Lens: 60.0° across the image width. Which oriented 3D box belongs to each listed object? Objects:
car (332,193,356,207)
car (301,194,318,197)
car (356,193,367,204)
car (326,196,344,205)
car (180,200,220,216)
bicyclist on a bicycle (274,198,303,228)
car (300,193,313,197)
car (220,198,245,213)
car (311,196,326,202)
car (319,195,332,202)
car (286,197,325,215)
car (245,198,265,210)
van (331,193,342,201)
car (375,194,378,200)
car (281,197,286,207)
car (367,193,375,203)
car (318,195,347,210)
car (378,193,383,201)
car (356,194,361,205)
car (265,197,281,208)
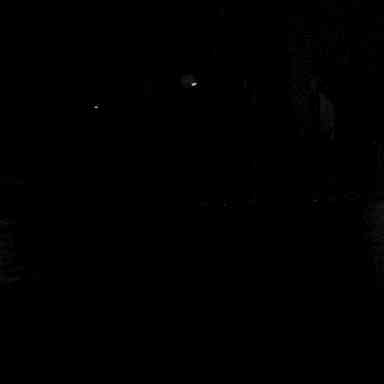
[{"bbox_3d":[20.403,1.137,45.400,2.192,1.841,5.009,0,0,35],"label":"car"},{"bbox_3d":[16.634,1.340,44.468,2.128,1.511,4.902,-1,0,35],"label":"car"},{"bbox_3d":[26.823,1.118,54.671,2.192,1.841,5.009,0,0,35],"label":"car"},{"bbox_3d":[23.194,1.354,53.943,1.812,1.442,4.674,-1,0,35],"label":"car"},{"bbox_3d":[0.557,1.524,31.713,1.802,1.307,4.206,0,0,35],"label":"car"},{"bbox_3d":[5.304,1.177,18.392,1.656,1.620,0.582,-1,0,35],"label":"bicyclist on a bicycle"},{"bbox_3d":[19.821,1.415,59.531,1.887,1.381,4.507,0,0,35],"label":"car"},{"bbox_3d":[3.766,1.366,36.348,1.967,1.590,4.097,0,0,35],"label":"car"},{"bbox_3d":[26.243,1.418,68.804,1.947,1.339,4.313,0,0,35],"label":"car"},{"bbox_3d":[29.453,1.427,73.439,1.802,1.307,4.206,0,0,35],"label":"car"},{"bbox_3d":[10.773,1.424,31.491,1.947,1.339,4.313,0,0,35],"label":"car"},{"bbox_3d":[6.978,1.494,40.985,1.802,1.307,4.206,0,0,35],"label":"car"},{"bbox_3d":[35.872,1.186,82.713,1.690,1.788,3.998,-1,0,35],"label":"van"},{"bbox_3d":[36.552,1.303,68.717,1.752,1.417,4.829,-1,0,35],"label":"car"},{"bbox_3d":[13.399,1.455,50.258,1.947,1.339,4.313,0,0,35],"label":"car"},{"bbox_3d":[33.244,1.100,63.943,2.192,1.841,5.009,0,0,35],"label":"car"},{"bbox_3d":[17.193,1.377,40.763,1.887,1.381,4.507,0,0,35],"label":"car"},{"bbox_3d":[42.875,1.359,77.848,1.802,1.307,4.206,-1,0,35],"label":"car"},{"bbox_3d":[23.614,1.378,50.034,1.947,1.339,4.313,0,0,35],"label":"car"},{"bbox_3d":[10.092,1.426,45.481,1.752,1.417,4.829,0,0,35],"label":"car"}]
